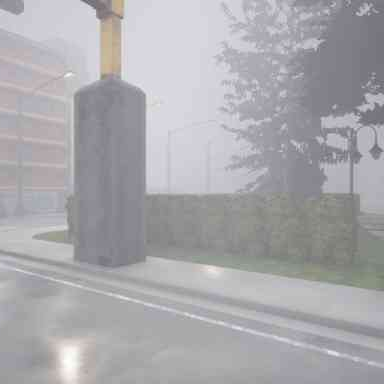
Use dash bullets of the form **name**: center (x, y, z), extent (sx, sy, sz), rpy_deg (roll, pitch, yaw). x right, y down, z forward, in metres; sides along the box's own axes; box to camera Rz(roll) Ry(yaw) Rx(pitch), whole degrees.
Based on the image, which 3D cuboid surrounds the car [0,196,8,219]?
- **car**: center (-15.028, 1.221, 21.560), extent (2.150, 2.045, 5.566), rpy_deg (0, 0, 33)
